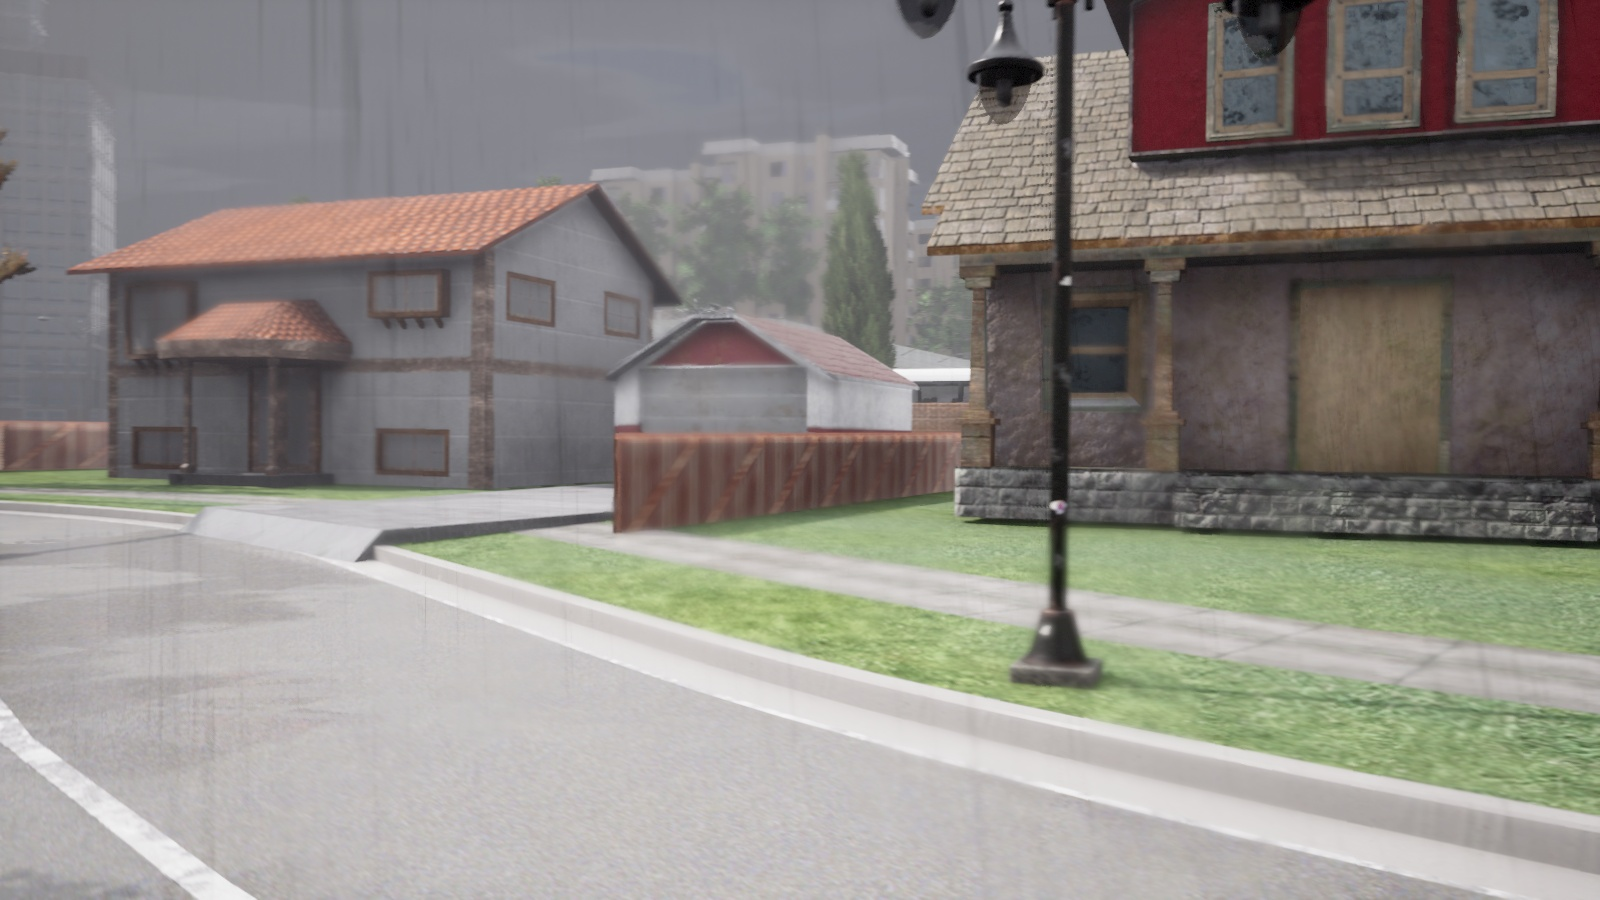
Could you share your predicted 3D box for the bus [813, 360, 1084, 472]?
[{"bbox_3d":[6.046,-1.293,51.143,10.273,4.253,3.944,0,1,22],"label":"bus"}]
